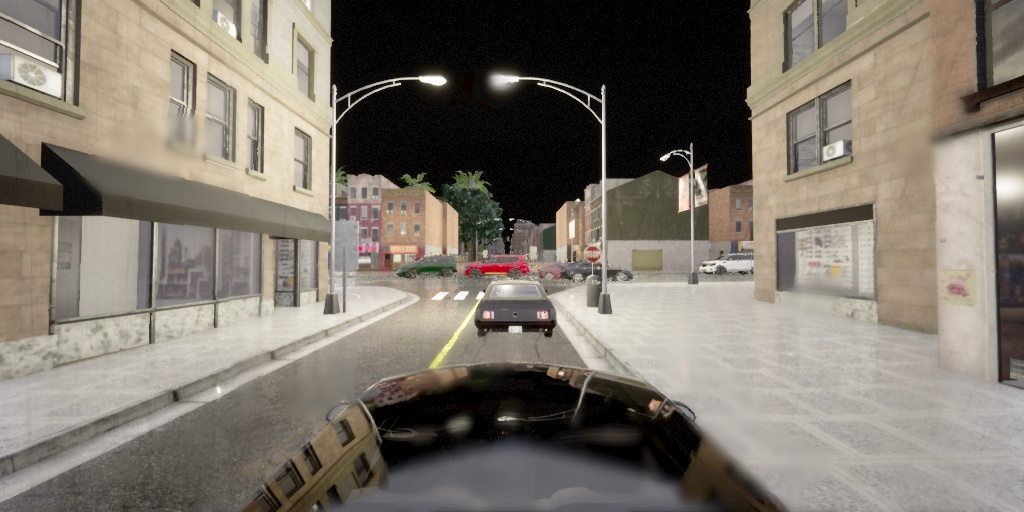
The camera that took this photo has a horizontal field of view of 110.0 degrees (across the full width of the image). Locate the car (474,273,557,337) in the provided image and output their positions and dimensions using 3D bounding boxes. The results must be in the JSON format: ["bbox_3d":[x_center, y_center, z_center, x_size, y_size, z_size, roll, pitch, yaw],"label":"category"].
[{"bbox_3d":[0.091,1.350,10.228,1.895,1.301,4.718,0,0,0],"label":"car"}]

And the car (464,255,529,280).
[{"bbox_3d":[-1.300,0.966,30.658,5.566,2.045,2.150,0,0,-1],"label":"car"}]

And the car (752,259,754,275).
[{"bbox_3d":[24.063,0.933,30.972,5.008,1.535,1.882,-1,-1,-1],"label":"car"}]

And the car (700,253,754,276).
[{"bbox_3d":[20.999,0.784,34.192,5.566,2.045,2.150,-1,-1,-1],"label":"car"}]

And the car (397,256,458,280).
[{"bbox_3d":[-7.866,1.074,33.719,5.566,2.045,2.150,-2,1,-27],"label":"car"}]

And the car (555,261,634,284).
[{"bbox_3d":[5.613,1.049,24.061,4.892,1.490,1.837,-1,-1,-1],"label":"car"}]

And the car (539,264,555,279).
[{"bbox_3d":[4.109,1.197,27.292,4.181,1.385,1.994,-1,-1,-1],"label":"car"}]
